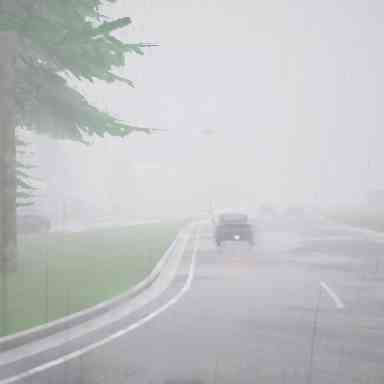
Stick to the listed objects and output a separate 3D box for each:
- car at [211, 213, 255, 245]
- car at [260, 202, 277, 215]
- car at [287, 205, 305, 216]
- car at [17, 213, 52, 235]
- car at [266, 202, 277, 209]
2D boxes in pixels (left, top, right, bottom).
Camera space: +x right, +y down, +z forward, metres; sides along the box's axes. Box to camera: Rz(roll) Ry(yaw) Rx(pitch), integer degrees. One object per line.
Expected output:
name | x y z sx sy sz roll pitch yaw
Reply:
car | 2.131 1.863 17.647 1.837 1.490 4.892 -1 -1 2
car | 10.121 2.311 44.653 1.837 1.490 4.892 -1 -1 14
car | 12.758 2.276 40.926 1.895 1.301 4.718 -1 -1 14
car | -11.817 2.219 22.222 1.837 1.490 4.892 -2 -1 31
car | 16.198 2.759 67.960 1.994 1.385 4.181 -1 -1 15
